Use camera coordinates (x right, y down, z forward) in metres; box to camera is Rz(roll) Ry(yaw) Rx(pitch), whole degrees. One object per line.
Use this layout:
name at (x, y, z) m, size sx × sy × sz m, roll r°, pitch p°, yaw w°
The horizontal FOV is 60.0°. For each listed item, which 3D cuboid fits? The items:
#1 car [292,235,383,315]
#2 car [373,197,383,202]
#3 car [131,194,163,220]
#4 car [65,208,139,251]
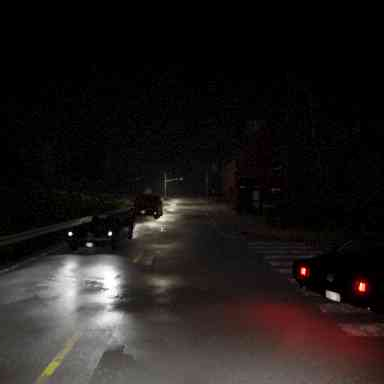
car at (4.505, 1.598, 7.103) m, size 4.718 × 1.301 × 1.895 m, roll 0°, pitch 0°, yaw -29°
car at (27.130, 1.485, 46.961) m, size 1.816 × 1.474 × 4.193 m, roll 0°, pitch 0°, yaw -1°
car at (-3.778, 1.212, 28.509) m, size 2.150 × 2.045 × 5.566 m, roll 0°, pitch 0°, yaw 1°
car at (-3.708, 1.595, 14.217) m, size 1.895 × 1.301 × 4.718 m, roll 0°, pitch 0°, yaw 0°
